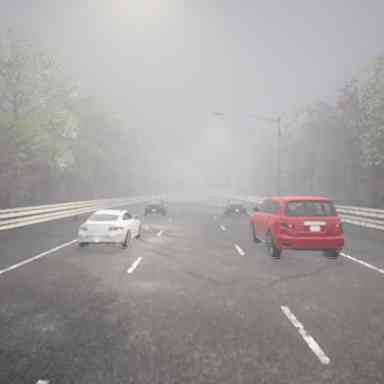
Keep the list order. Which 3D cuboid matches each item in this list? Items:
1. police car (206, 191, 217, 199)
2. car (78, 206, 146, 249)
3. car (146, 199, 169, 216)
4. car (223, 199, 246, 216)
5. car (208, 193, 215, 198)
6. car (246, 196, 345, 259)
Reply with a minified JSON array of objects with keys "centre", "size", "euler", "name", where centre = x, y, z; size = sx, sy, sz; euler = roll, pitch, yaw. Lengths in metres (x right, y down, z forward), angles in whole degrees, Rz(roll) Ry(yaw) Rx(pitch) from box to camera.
[{"centre":[5.147,1.052,82.943],"size":[2.038,1.542,4.974],"euler":[0,0,2],"name":"police car"},{"centre":[-3.341,1.451,14.084],"size":[1.812,1.442,4.674],"euler":[0,0,0],"name":"car"},{"centre":[-3.180,1.365,30.206],"size":[1.812,1.442,4.674],"euler":[0,0,1],"name":"car"},{"centre":[3.834,1.366,30.196],"size":[1.812,1.442,4.674],"euler":[0,0,1],"name":"car"},{"centre":[5.607,1.083,93.919],"size":[1.895,1.301,4.718],"euler":[0,0,3],"name":"car"},{"centre":[3.647,1.156,12.487],"size":[2.150,2.045,5.566],"euler":[0,0,0],"name":"car"}]
